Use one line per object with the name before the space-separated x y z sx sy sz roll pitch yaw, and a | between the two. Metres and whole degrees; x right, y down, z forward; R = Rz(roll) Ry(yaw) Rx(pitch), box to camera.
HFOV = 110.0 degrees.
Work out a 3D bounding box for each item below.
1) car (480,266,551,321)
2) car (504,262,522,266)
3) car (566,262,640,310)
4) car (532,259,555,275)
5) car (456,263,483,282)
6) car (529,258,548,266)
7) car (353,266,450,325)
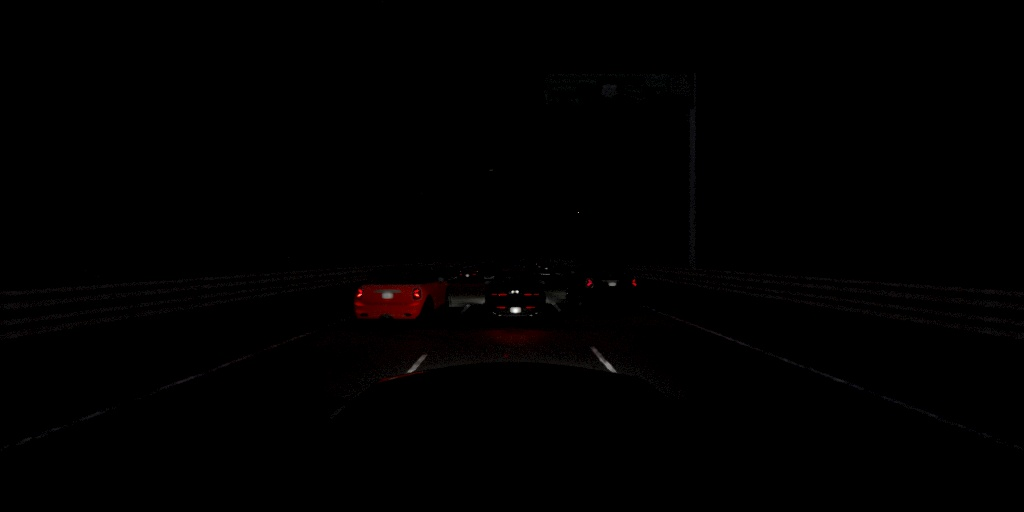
car | 0.099 1.255 12.406 1.837 1.490 4.892 0 0 0
car | 0.097 1.258 30.200 1.882 1.535 5.008 0 0 0
car | 3.497 1.008 14.606 2.097 1.767 4.553 0 0 0
car | 3.520 1.263 38.597 1.994 1.385 4.181 0 0 0
car | -3.404 1.304 29.714 1.812 1.442 4.674 0 0 0
car | 3.688 1.262 50.492 1.837 1.490 4.892 0 0 1
car | -3.402 1.101 11.925 2.097 1.767 4.553 0 0 0
